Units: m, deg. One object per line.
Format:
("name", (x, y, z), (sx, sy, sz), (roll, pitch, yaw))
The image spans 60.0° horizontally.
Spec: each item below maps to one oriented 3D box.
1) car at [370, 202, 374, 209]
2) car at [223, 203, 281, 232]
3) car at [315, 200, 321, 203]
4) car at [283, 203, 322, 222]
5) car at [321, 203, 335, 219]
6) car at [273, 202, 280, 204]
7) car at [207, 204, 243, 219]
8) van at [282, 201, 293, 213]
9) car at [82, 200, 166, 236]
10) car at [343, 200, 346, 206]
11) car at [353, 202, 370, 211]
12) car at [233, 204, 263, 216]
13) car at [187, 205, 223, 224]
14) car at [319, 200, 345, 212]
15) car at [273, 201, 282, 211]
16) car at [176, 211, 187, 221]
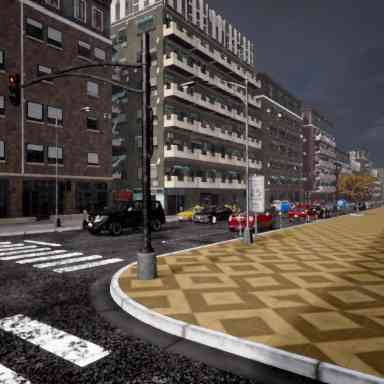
("car", (36.388, 2.745, 68.569), (2.008, 1.369, 4.403), (-2, -2, 35))
("car", (4.085, 1.751, 22.225), (1.967, 1.590, 4.097), (-2, -2, 35))
("car", (26.332, 2.501, 68.691), (2.192, 1.841, 5.009), (-2, -2, 35))
("car", (10.546, 2.032, 31.492), (1.887, 1.381, 4.507), (-2, -2, 35))
("car", (13.777, 2.141, 36.126), (1.947, 1.339, 4.313), (-2, -2, 35))
("car", (7.667, 2.139, 37.393), (2.033, 1.411, 5.357), (-1, -1, 35))
("car", (3.626, 2.090, 36.101), (1.752, 1.417, 4.829), (-2, -2, 35))
("van", (13.411, 2.174, 50.151), (1.690, 1.788, 3.998), (-2, -2, 35))
("car", (-3.999, 1.496, 20.657), (2.150, 2.045, 5.566), (-1, -1, 37))
("car", (39.156, 2.883, 87.168), (1.690, 1.788, 3.998), (-2, -2, 35))
("car", (29.927, 2.583, 59.300), (1.947, 1.339, 4.313), (-2, -2, 35))
("car", (6.954, 2.222, 40.875), (1.947, 1.339, 4.313), (-2, -2, 35))
("car", (1.950, 1.941, 29.202), (1.837, 1.490, 4.892), (-1, -1, 35))
("car", (22.036, 2.430, 52.429), (2.033, 1.411, 5.357), (-1, -1, 35))
("car", (10.183, 2.289, 45.510), (1.887, 1.381, 4.507), (-2, -2, 35))
("car", (0.396, 2.002, 31.467), (1.752, 1.417, 4.829), (-2, -2, 35))
